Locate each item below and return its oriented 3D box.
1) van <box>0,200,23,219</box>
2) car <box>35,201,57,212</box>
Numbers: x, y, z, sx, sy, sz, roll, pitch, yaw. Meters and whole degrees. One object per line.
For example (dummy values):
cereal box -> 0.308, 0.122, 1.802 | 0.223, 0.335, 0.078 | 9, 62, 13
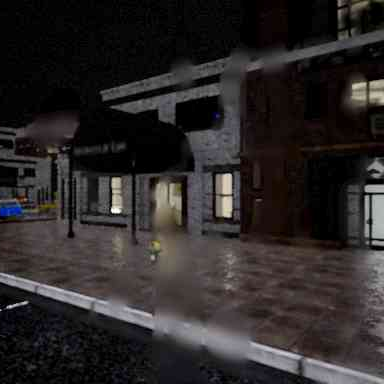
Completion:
van -> -17.481, 1.622, 30.001 | 1.690, 1.788, 3.998 | 0, 0, 35
car -> -18.097, 1.833, 43.728 | 1.752, 1.417, 4.829 | 0, 0, 35
